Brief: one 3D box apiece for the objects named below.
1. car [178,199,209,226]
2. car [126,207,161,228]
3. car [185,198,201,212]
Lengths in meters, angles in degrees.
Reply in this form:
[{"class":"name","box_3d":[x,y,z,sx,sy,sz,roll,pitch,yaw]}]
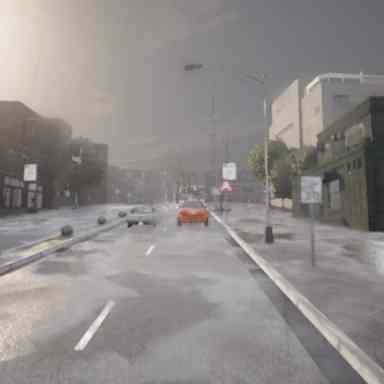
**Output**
[{"class":"car","box_3d":[0.084,1.399,24.093,2.097,1.767,4.553,0,0,0]},{"class":"car","box_3d":[-3.164,1.644,22.759,1.895,1.301,4.718,0,0,0]},{"class":"car","box_3d":[0.073,1.556,41.791,1.882,1.535,5.008,0,0,0]}]
